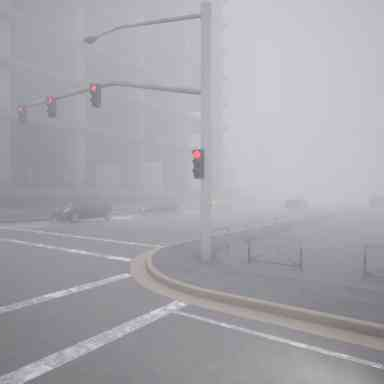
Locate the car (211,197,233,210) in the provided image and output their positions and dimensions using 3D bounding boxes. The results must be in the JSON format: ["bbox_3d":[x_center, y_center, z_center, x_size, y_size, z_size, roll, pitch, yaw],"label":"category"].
[{"bbox_3d":[3.312,1.422,41.850,1.882,1.535,5.008,0,0,36],"label":"car"}]

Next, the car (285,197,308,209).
[{"bbox_3d":[14.006,1.422,44.508,1.882,1.535,5.008,0,0,35],"label":"car"}]

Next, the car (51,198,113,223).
[{"bbox_3d":[-8.343,1.296,25.419,2.097,1.767,4.553,0,0,36],"label":"car"}]

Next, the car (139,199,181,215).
[{"bbox_3d":[-3.078,1.435,32.842,2.128,1.511,4.902,0,0,35],"label":"car"}]
